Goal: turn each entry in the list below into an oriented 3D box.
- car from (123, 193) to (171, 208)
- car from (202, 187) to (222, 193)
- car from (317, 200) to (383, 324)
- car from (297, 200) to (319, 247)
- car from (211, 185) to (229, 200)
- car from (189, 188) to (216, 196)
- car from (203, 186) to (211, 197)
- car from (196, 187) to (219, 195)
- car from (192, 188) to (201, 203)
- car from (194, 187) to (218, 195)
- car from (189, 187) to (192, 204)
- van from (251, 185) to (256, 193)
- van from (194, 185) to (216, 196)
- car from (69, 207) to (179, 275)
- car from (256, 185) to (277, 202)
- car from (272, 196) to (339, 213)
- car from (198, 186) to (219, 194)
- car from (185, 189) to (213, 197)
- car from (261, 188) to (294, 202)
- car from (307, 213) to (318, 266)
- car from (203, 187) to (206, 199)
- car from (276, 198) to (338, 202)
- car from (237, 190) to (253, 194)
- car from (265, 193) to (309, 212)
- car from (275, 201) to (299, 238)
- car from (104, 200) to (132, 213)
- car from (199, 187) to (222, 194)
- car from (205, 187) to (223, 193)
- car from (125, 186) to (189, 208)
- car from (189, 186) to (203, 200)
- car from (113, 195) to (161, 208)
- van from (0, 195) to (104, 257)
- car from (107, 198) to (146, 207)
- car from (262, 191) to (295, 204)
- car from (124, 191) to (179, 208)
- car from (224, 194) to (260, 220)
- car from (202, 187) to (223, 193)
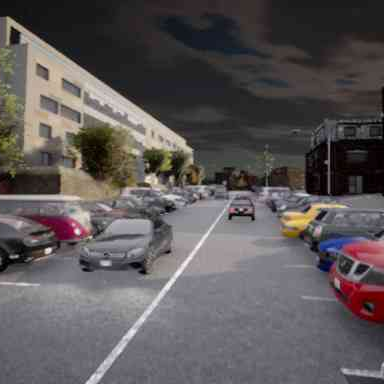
[{"bbox_3d":[-4.328,1.052,23.651,4.892,1.521,2.231,1,2,9],"label":"car"},{"bbox_3d":[5.116,-0.507,84.360,4.792,1.488,2.163,1,2,9],"label":"car"},{"bbox_3d":[5.292,1.286,5.444,5.566,2.045,2.435,1,1,9],"label":"car"},{"bbox_3d":[6.177,1.333,11.150,4.553,1.767,2.185,1,1,9],"label":"car"},{"bbox_3d":[4.448,0.260,50.217,2.097,1.767,4.553,1,2,9],"label":"car"},{"bbox_3d":[2.118,-0.028,64.916,5.008,1.535,2.097,1,2,9],"label":"car"},{"bbox_3d":[0.383,0.286,54.006,4.792,1.488,2.163,1,2,9],"label":"car"},{"bbox_3d":[3.430,-0.247,73.318,4.892,1.521,2.231,1,2,9],"label":"car"},{"bbox_3d":[-1.711,0.648,40.201,4.792,1.488,2.163,1,2,9],"label":"car"},{"bbox_3d":[2.987,-0.175,70.560,4.892,1.521,2.231,1,2,9],"label":"car"},{"bbox_3d":[-2.650,0.640,34.566,4.553,1.767,2.185,1,2,9],"label":"car"},{"bbox_3d":[16.627,-0.489,77.193,4.442,1.987,1.878,1,2,9],"label":"van"},{"bbox_3d":[2.680,-0.328,67.776,4.442,1.987,1.878,1,2,9],"label":"van"},{"bbox_3d":[-1.770,1.454,10.487,1.812,1.442,4.674,1,1,9],"label":"car"},{"bbox_3d":[10.310,0.530,37.262,5.566,2.045,2.435,1,2,9],"label":"car"},{"bbox_3d":[7.591,1.234,19.983,4.892,1.521,2.231,1,2,9],"label":"car"},{"bbox_3d":[3.886,-0.445,76.068,4.553,1.767,2.185,1,2,9],"label":"car"},{"bbox_3d":[1.274,0.153,59.523,4.674,1.452,2.002,1,2,9],"label":"car"},{"bbox_3d":[9.817,0.727,34.496,4.553,1.767,2.185,1,2,9],"label":"car"},{"bbox_3d":[5.776,1.509,8.352,5.008,1.535,2.097,1,1,9],"label":"car"},{"bbox_3d":[-0.909,0.503,45.731,4.792,1.488,2.163,1,2,9],"label":"car"},{"bbox_3d":[7.296,1.311,16.930,5.366,1.575,1.946,1,2,9],"label":"car"},{"bbox_3d":[6.313,0.757,41.554,1.895,1.301,4.718,1,2,9],"label":"car"},{"bbox_3d":[8.920,1.048,28.569,4.674,1.452,2.002,1,2,9],"label":"car"},{"bbox_3d":[6.477,1.383,14.083,5.366,1.575,1.946,1,2,9],"label":"car"},{"bbox_3d":[-5.619,1.268,15.376,4.892,1.521,2.231,1,1,9],"label":"car"},{"bbox_3d":[4.531,-0.470,81.625,5.366,1.575,1.946,1,2,9],"label":"car"},{"bbox_3d":[5.976,-0.652,89.880,4.792,1.488,2.163,1,2,9],"label":"car"},{"bbox_3d":[-3.432,0.656,29.158,5.566,2.045,2.435,1,2,9],"label":"car"},{"bbox_3d":[-1.340,0.420,42.968,4.553,1.767,2.185,1,2,9],"label":"car"},{"bbox_3d":[-4.765,1.127,20.767,4.892,1.521,2.231,1,2,9],"label":"car"},{"bbox_3d":[-5.926,1.109,12.591,4.442,1.987,1.878,1,1,9],"label":"van"},{"bbox_3d":[-5.185,1.235,18.132,4.674,1.452,2.002,1,2,9],"label":"car"},{"bbox_3d":[9.392,0.969,31.594,4.674,1.452,2.002,1,2,9],"label":"car"},{"bbox_3d":[-3.886,0.979,26.408,5.008,1.535,2.097,1,2,9],"label":"car"},{"bbox_3d":[3.622,1.155,24.303,2.033,1.411,5.357,1,2,9],"label":"car"},{"bbox_3d":[5.392,-0.614,87.144,5.366,1.575,1.946,1,2,9],"label":"car"}]
